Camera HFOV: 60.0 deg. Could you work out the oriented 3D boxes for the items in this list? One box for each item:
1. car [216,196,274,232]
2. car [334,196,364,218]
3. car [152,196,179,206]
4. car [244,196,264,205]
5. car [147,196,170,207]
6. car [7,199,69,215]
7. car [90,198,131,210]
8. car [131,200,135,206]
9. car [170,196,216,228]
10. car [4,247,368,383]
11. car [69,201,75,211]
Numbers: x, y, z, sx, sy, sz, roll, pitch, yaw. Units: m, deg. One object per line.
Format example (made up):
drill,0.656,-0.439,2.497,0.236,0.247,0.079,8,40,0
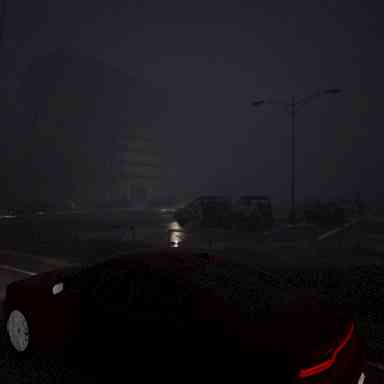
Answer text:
car,3.306,1.156,19.066,1.905,1.878,3.866,0,0,34
car,15.329,1.395,32.023,1.970,1.475,3.806,0,0,34
car,-4.458,1.491,56.854,2.128,1.511,4.902,0,0,34
car,11.491,1.526,61.506,1.812,1.442,4.674,0,0,34
car,-4.715,1.492,50.239,2.128,1.511,4.902,0,0,34
car,-15.730,1.547,33.846,2.033,1.411,5.357,0,0,34
car,-10.388,1.601,41.808,1.895,1.301,4.718,0,0,34
car,-10.521,1.547,47.890,2.033,1.411,5.357,0,0,33
car,0.939,1.153,20.732,1.932,1.855,4.605,0,0,34
car,-0.533,1.478,4.369,5.008,1.535,1.882,0,0,35
car,-16.182,1.526,39.434,1.812,1.442,4.674,0,0,34
